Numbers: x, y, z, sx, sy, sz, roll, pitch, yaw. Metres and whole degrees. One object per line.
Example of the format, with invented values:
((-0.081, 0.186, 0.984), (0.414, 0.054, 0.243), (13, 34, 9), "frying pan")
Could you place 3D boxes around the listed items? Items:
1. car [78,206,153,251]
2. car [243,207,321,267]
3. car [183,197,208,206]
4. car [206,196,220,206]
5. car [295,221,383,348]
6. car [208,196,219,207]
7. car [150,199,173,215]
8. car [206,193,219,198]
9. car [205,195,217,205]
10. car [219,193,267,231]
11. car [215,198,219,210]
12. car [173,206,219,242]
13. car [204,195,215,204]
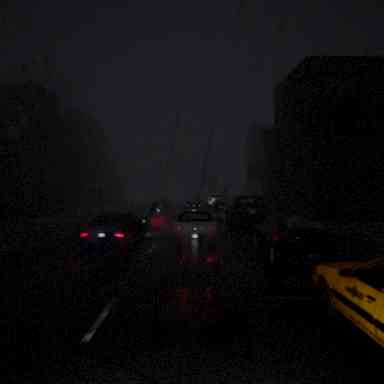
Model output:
((-3.116, 1.538, 13.987), (2.033, 1.411, 5.357), (0, 0, 0), "car")
((3.308, 1.472, 11.313), (2.231, 1.521, 4.892), (0, 0, 1), "car")
((0.179, 1.467, 33.056), (2.128, 1.511, 4.902), (0, 0, 0), "car")
((3.355, 1.437, 54.167), (1.946, 1.575, 5.366), (0, 0, 0), "car")
((3.236, 1.473, 4.441), (1.946, 1.575, 5.366), (0, 0, 0), "car")
((3.318, 1.482, 37.312), (2.163, 1.488, 4.792), (0, 0, 0), "car")
((-3.071, 1.481, 33.202), (1.837, 1.490, 4.892), (0, 0, 0), "car")
((3.338, 1.193, 48.358), (2.435, 2.045, 5.566), (0, 0, 0), "car")
((3.368, 1.432, 59.692), (1.946, 1.575, 5.366), (0, 0, 0), "car")
((3.275, 1.213, 20.734), (2.435, 2.045, 5.566), (0, 0, 0), "car")
((3.288, 1.461, 26.224), (2.231, 1.521, 4.892), (0, 0, 0), "car")
((0.139, 1.589, 16.419), (1.895, 1.301, 4.718), (0, 0, 0), "car")
((3.392, 1.431, 65.215), (1.946, 1.575, 5.366), (0, 0, 0), "car")
